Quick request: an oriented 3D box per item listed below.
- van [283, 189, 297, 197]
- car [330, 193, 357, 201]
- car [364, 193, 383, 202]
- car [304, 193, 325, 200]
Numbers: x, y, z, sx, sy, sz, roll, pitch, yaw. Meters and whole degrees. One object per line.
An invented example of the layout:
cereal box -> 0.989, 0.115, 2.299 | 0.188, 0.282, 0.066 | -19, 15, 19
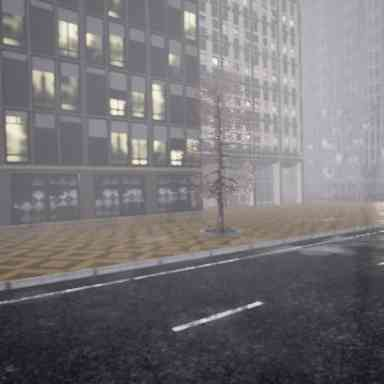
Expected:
van -> 21.508, 0.256, 73.345 | 1.690, 1.788, 3.998 | -1, 1, -37
car -> 24.875, 0.838, 54.605 | 1.802, 1.307, 4.206 | -1, 1, -37
car -> 28.254, 0.856, 50.032 | 1.947, 1.339, 4.313 | -1, 1, -37
car -> 21.529, 0.787, 59.199 | 1.947, 1.339, 4.313 | -1, 1, -37
